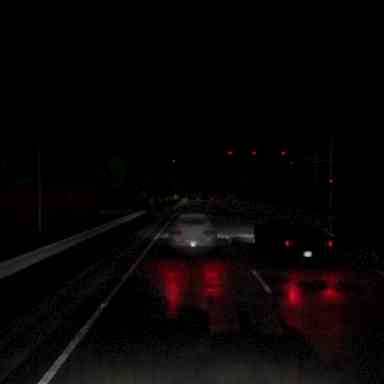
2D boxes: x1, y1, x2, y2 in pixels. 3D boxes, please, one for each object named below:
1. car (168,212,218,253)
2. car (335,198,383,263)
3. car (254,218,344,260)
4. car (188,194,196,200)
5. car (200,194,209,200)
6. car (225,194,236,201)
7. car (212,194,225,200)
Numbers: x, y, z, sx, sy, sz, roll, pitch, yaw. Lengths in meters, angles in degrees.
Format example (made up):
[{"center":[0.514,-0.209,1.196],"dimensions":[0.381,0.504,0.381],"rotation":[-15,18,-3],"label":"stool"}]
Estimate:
[{"center":[0.051,1.524,13.538],"dimensions":[1.812,1.442,4.674],"rotation":[0,0,0],"label":"car"},{"center":[7.036,1.221,11.816],"dimensions":[2.150,2.045,5.566],"rotation":[0,0,0],"label":"car"},{"center":[3.540,1.599,12.331],"dimensions":[1.895,1.301,4.718],"rotation":[0,0,0],"label":"car"},{"center":[-0.003,1.518,88.105],"dimensions":[2.033,1.411,5.357],"rotation":[0,0,0],"label":"car"},{"center":[3.497,1.334,88.491],"dimensions":[2.097,1.767,4.553],"rotation":[0,0,0],"label":"car"},{"center":[10.497,1.455,88.105],"dimensions":[1.882,1.535,5.008],"rotation":[0,0,0],"label":"car"},{"center":[6.997,1.333,88.492],"dimensions":[2.097,1.767,4.553],"rotation":[0,0,0],"label":"car"}]
